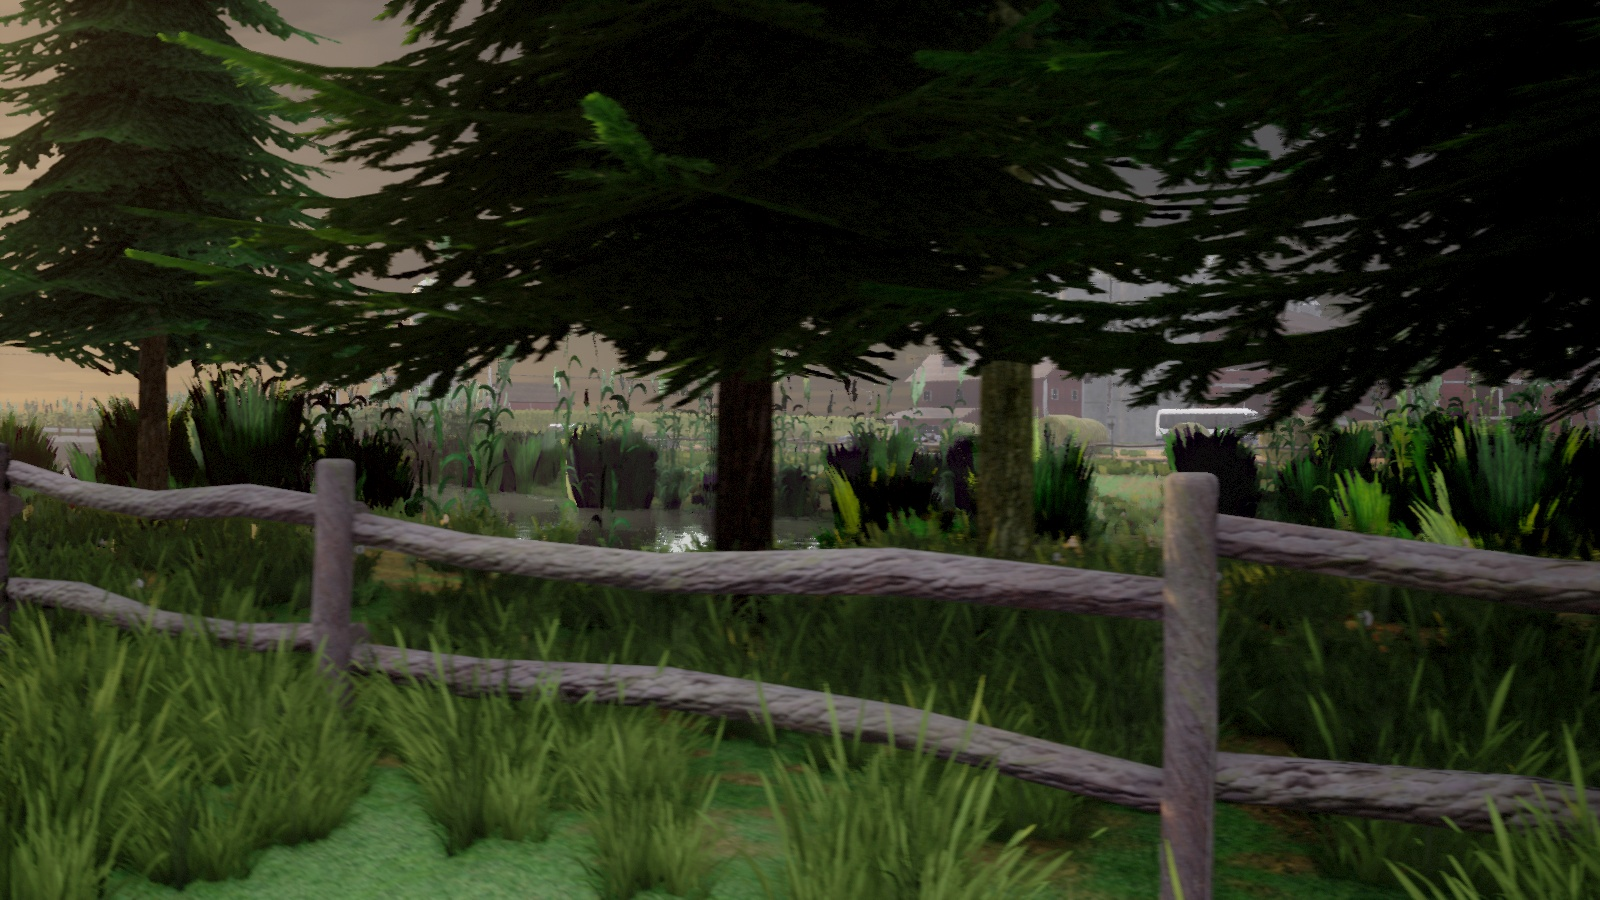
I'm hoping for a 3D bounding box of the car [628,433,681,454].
[{"bbox_3d":[-10.830,-0.480,93.423,1.970,1.475,3.806,-1,1,-44],"label":"car"}]
